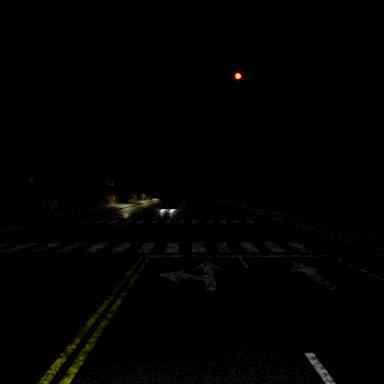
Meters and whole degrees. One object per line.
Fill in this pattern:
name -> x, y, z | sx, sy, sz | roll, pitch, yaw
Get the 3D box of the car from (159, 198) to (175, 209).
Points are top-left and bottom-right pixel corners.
car -> -3.202, 1.556, 44.080 | 2.033, 1.411, 5.357 | 0, 0, 0
